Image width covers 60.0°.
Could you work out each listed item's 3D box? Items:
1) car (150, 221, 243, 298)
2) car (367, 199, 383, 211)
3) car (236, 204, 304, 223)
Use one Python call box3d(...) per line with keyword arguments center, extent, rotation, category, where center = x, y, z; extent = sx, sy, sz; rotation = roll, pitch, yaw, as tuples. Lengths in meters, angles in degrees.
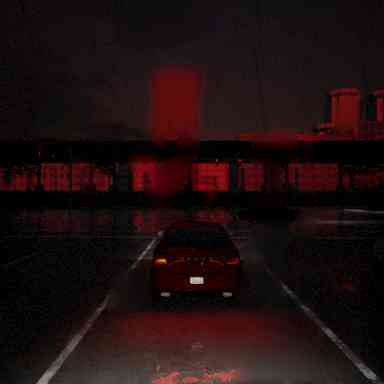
box3d(center=(0.091, 1.478, 8.592), extent=(1.882, 1.535, 5.008), rotation=(0, 0, 0), category="car")
box3d(center=(22.714, 1.403, 38.390), extent=(4.674, 1.442, 1.812), rotation=(-1, 0, 1), category="car")
box3d(center=(5.703, 1.575, 24.638), extent=(4.718, 1.301, 1.895), rotation=(0, 0, 2), category="car")
